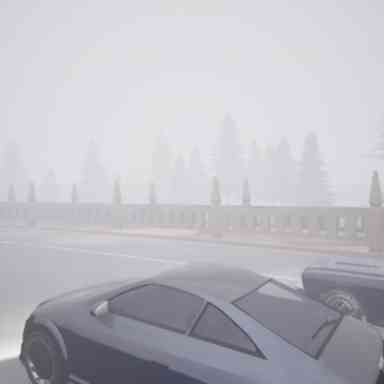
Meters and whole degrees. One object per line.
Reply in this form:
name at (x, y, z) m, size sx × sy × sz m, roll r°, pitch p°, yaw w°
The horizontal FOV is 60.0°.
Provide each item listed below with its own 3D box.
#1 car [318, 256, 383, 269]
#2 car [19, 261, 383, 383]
car at (4.148, 1.570, 5.194) m, size 4.718 × 1.301 × 1.895 m, roll 0°, pitch 0°, yaw 35°
car at (-0.109, 1.551, 3.819) m, size 4.181 × 1.385 × 1.994 m, roll 0°, pitch 0°, yaw 35°
